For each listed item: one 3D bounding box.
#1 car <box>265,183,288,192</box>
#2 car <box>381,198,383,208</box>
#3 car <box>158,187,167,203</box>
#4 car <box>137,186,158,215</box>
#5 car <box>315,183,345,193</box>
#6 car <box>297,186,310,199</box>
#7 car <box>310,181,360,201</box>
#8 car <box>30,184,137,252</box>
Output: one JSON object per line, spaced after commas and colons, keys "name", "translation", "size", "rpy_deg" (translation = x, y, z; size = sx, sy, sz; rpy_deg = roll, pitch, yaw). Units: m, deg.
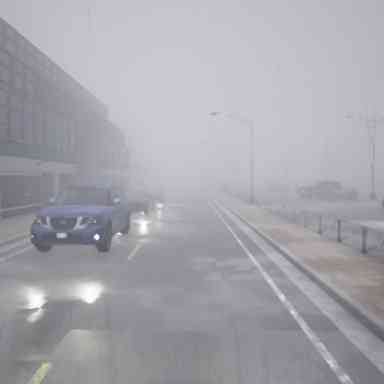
{"name": "car", "translation": [13.767, -0.751, 54.029], "size": [3.633, 1.501, 1.845], "rpy_deg": [0, 2, 0]}
{"name": "car", "translation": [14.126, 0.452, 19.766], "size": [5.027, 1.636, 2.152], "rpy_deg": [0, 2, 0]}
{"name": "car", "translation": [-3.647, 0.199, 32.387], "size": [1.812, 1.442, 4.674], "rpy_deg": [0, 3, 0]}
{"name": "car", "translation": [-3.642, 0.566, 22.373], "size": [1.882, 1.535, 5.008], "rpy_deg": [0, 2, 0]}
{"name": "car", "translation": [21.195, -0.582, 51.071], "size": [3.806, 1.475, 1.970], "rpy_deg": [0, 2, 0]}
{"name": "car", "translation": [13.676, -0.257, 35.449], "size": [4.605, 1.855, 1.932], "rpy_deg": [0, 2, 0]}
{"name": "car", "translation": [14.095, -0.155, 32.546], "size": [3.866, 1.878, 1.905], "rpy_deg": [0, 2, 0]}
{"name": "car", "translation": [-3.620, 0.741, 11.989], "size": [2.150, 2.045, 5.566], "rpy_deg": [0, 2, 0]}
